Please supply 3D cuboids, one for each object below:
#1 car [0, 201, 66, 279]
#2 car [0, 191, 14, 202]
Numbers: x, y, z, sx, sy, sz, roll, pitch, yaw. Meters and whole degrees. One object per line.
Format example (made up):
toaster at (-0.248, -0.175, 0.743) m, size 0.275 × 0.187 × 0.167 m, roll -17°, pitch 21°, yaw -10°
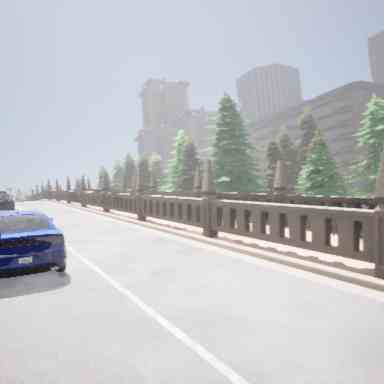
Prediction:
car at (-4.796, 1.236, 9.095) m, size 1.882 × 1.535 × 5.008 m, roll -3°, pitch 3°, yaw -31°
car at (-15.286, 0.734, 26.254) m, size 2.097 × 1.767 × 4.553 m, roll -3°, pitch 3°, yaw -31°
